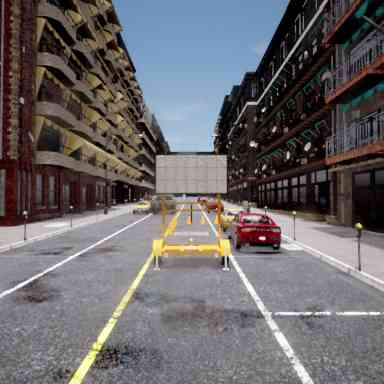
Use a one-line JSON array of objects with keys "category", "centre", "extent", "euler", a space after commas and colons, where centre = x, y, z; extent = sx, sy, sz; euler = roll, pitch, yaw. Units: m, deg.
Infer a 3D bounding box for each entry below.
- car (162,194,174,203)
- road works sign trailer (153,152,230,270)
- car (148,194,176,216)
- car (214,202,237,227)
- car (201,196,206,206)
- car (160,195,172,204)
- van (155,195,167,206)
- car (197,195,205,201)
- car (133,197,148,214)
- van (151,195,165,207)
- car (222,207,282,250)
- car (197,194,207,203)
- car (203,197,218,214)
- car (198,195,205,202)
[{"category": "car", "centre": [-5.421, 1.518, 75.237], "extent": [2.192, 1.841, 5.009], "euler": [1, 0, 0]}, {"category": "road works sign trailer", "centre": [-0.019, 0.475, 11.014], "extent": [2.380, 3.560, 2.880], "euler": [0, 0, 0]}, {"category": "car", "centre": [-2.807, 1.279, 34.190], "extent": [2.150, 2.045, 5.566], "euler": [0, 0, 0]}, {"category": "car", "centre": [2.552, 1.551, 20.054], "extent": [1.752, 1.417, 4.829], "euler": [1, 0, 0]}, {"category": "car", "centre": [2.512, 1.629, 42.006], "extent": [2.008, 1.369, 4.403], "euler": [1, 0, 0]}, {"category": "car", "centre": [-5.411, 1.494, 69.707], "extent": [2.192, 1.841, 5.009], "euler": [1, 0, 0]}, {"category": "van", "centre": [-5.392, 1.475, 58.646], "extent": [1.690, 1.788, 3.998], "euler": [1, 0, 0]}, {"category": "car", "centre": [2.392, 1.726, 91.784], "extent": [1.967, 1.590, 4.097], "euler": [1, 0, 0]}, {"category": "car", "centre": [-5.357, 1.589, 36.354], "extent": [1.752, 1.417, 4.829], "euler": [2, 0, 0]}, {"category": "van", "centre": [-5.382, 1.454, 53.114], "extent": [1.690, 1.788, 3.998], "euler": [2, 0, 0]}, {"category": "car", "centre": [2.561, 1.561, 14.352], "extent": [1.887, 1.381, 4.507], "euler": [1, 0, 0]}, {"category": "car", "centre": [2.415, 1.544, 80.722], "extent": [2.192, 1.841, 5.009], "euler": [1, 0, 0]}, {"category": "car", "centre": [2.522, 1.609, 36.474], "extent": [1.887, 1.381, 4.507], "euler": [1, 0, 0]}, {"category": "car", "centre": [2.484, 1.678, 58.598], "extent": [1.887, 1.381, 4.507], "euler": [1, 0, 0]}]
